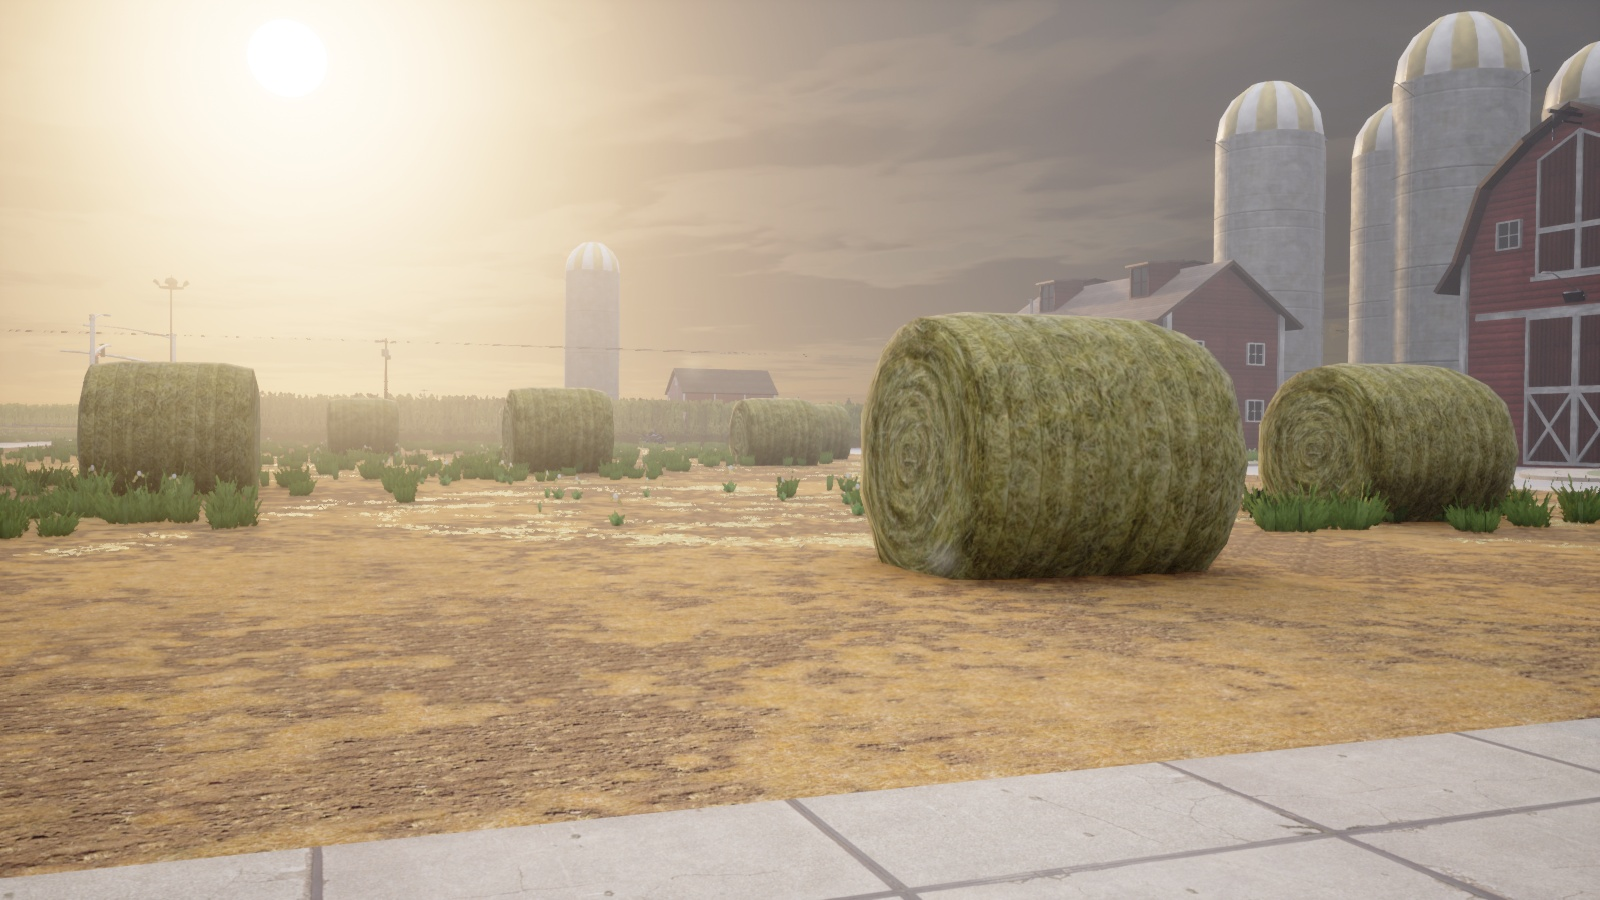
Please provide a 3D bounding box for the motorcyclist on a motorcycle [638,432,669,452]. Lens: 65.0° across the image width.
[{"bbox_3d":[-11.119,-0.601,95.539,2.191,1.530,0.866,-1,1,-21],"label":"motorcyclist on a motorcycle"}]
